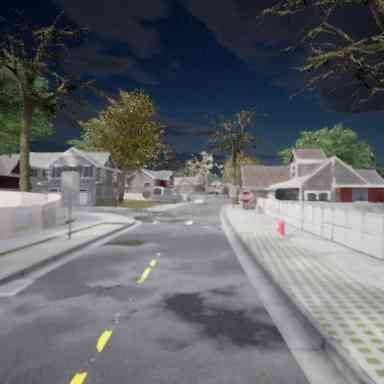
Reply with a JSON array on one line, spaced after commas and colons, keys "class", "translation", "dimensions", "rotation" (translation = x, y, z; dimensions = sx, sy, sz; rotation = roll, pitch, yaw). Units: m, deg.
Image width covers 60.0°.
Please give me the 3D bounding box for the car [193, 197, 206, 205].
[{"class": "car", "translation": [1.458, 1.593, 58.546], "dimensions": [1.812, 1.442, 4.674], "rotation": [0, 1, 8]}]
